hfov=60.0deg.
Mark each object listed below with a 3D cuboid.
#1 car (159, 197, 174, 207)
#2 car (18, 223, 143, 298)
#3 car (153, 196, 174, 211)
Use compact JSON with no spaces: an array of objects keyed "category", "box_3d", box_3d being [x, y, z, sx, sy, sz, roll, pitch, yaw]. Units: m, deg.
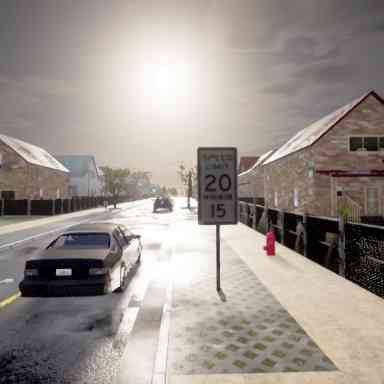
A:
[{"category":"car","box_3d":[-3.736,1.492,49.442,1.994,1.385,4.181,0,0,-2]},{"category":"car","box_3d":[-2.464,1.530,8.693,2.033,1.411,5.357,0,0,-2]},{"category":"car","box_3d":[-3.372,1.277,39.193,2.097,1.767,4.553,0,0,-1]}]
